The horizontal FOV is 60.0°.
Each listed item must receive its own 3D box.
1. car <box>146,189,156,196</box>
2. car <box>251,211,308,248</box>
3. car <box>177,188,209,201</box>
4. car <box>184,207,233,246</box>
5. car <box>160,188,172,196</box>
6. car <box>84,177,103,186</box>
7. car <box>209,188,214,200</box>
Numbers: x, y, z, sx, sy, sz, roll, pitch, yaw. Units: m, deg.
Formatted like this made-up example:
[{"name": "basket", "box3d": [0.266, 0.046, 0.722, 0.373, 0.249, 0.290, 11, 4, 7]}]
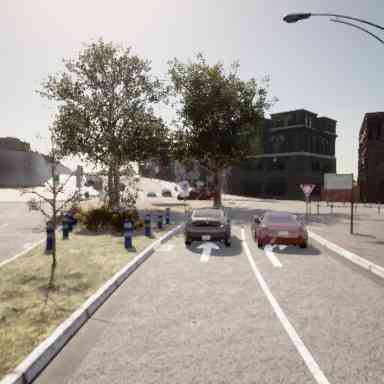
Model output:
[{"name": "car", "box3d": [-8.158, 0.136, 66.451, 1.895, 1.301, 4.718, 0, 5, -9]}, {"name": "car", "box3d": [3.660, 1.498, 14.444, 1.994, 1.385, 4.181, 0, 1, 7]}, {"name": "car", "box3d": [-0.183, 0.514, 52.939, 4.553, 1.767, 2.097, 1, 1, 24]}, {"name": "car", "box3d": [0.805, 1.434, 14.778, 1.837, 1.490, 4.892, 0, 1, 7]}, {"name": "car", "box3d": [-5.189, 0.028, 66.880, 1.837, 1.490, 4.892, 0, 5, -9]}, {"name": "car", "box3d": [-27.000, -2.469, 90.867, 4.792, 1.488, 2.163, -3, 7, -33]}, {"name": "car", "box3d": [0.970, 0.342, 55.706, 5.566, 2.045, 2.150, 1, 1, 24]}]
